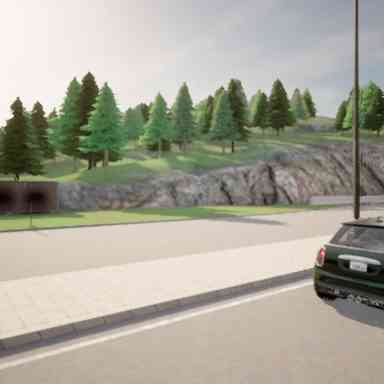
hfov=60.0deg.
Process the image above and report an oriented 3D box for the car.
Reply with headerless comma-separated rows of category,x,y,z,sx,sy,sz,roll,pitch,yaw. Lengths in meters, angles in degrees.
car,4.645,1.310,7.060,4.553,1.767,2.097,0,0,-35
